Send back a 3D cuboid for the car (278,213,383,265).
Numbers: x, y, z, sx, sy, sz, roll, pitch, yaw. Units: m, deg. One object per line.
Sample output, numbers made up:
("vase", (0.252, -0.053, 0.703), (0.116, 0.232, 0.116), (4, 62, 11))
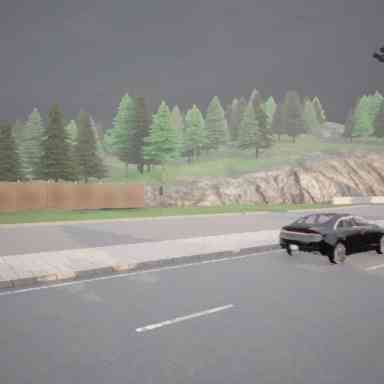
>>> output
("car", (5.125, 1.491, 11.698), (4.902, 1.511, 2.128), (0, 0, -36))
